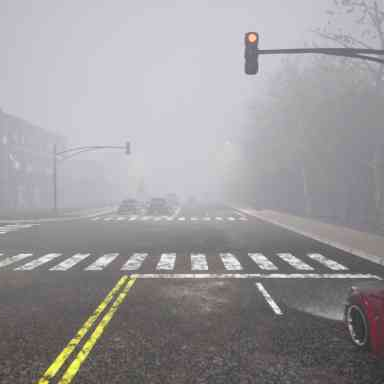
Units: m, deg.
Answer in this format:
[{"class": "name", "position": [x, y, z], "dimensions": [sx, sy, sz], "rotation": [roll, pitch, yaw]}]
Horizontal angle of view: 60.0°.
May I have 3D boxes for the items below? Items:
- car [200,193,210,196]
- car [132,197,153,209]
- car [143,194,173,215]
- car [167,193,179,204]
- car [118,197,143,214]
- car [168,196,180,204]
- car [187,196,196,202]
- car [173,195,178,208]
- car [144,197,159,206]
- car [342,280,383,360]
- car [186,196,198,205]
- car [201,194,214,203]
[{"class": "car", "position": [3.139, 1.194, 76.284], "dimensions": [2.150, 2.045, 5.566], "rotation": [0, 0, 0]}, {"class": "car", "position": [-6.654, 1.476, 45.089], "dimensions": [2.128, 1.511, 4.902], "rotation": [0, 0, 0]}, {"class": "car", "position": [-3.396, 1.342, 34.123], "dimensions": [2.097, 1.767, 4.553], "rotation": [0, 0, 0]}, {"class": "car", "position": [-3.415, 1.202, 53.954], "dimensions": [2.150, 2.045, 5.566], "rotation": [0, 0, 1]}, {"class": "car", "position": [-6.646, 1.494, 35.665], "dimensions": [1.837, 1.490, 4.892], "rotation": [0, 0, 0]}, {"class": "car", "position": [-3.393, 1.523, 64.559], "dimensions": [2.033, 1.411, 5.357], "rotation": [0, 0, 0]}, {"class": "car", "position": [-0.114, 1.564, 77.262], "dimensions": [1.895, 1.301, 4.718], "rotation": [0, 0, 0]}, {"class": "car", "position": [-3.402, 1.533, 43.596], "dimensions": [2.033, 1.411, 5.357], "rotation": [0, 0, 1]}, {"class": "car", "position": [-6.657, 1.506, 55.222], "dimensions": [1.812, 1.442, 4.674], "rotation": [0, 0, 0]}, {"class": "car", "position": [3.348, 1.563, 3.519], "dimensions": [1.994, 1.385, 4.181], "rotation": [0, 0, 0]}, {"class": "car", "position": [0.009, 1.456, 59.921], "dimensions": [1.882, 1.535, 5.008], "rotation": [0, 0, 0]}, {"class": "car", "position": [3.248, 1.576, 66.101], "dimensions": [1.895, 1.301, 4.718], "rotation": [0, 0, 0]}]
